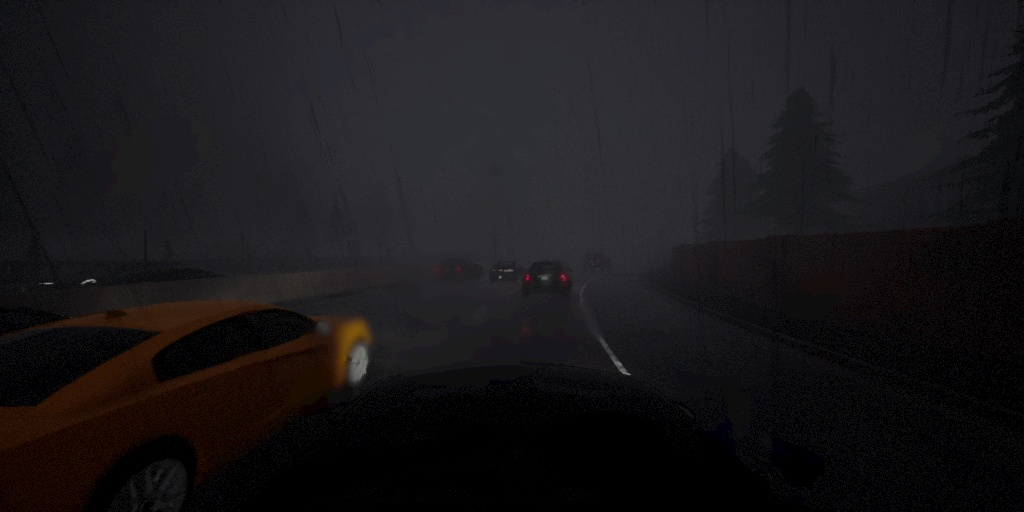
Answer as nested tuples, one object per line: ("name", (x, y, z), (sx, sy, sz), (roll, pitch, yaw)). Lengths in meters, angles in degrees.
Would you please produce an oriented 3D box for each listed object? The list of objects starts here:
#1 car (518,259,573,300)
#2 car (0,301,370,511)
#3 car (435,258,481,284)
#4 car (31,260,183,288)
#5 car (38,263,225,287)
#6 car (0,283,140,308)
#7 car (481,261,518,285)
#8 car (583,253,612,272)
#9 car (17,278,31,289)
("car", (1.827, 0.991, 17.225), (2.097, 1.767, 4.553), (0, 0, 10))
("car", (-3.261, 1.211, 3.797), (1.882, 1.535, 5.008), (0, 0, 2))
("car", (-3.540, 0.934, 25.043), (2.097, 1.767, 4.553), (0, 0, 14))
("car", (-16.370, 0.998, 15.389), (2.097, 1.767, 4.553), (0, 0, 8))
("car", (-13.156, 1.170, 13.248), (1.837, 1.490, 4.892), (0, 0, 8))
("car", (-6.799, 1.278, 4.095), (2.033, 1.411, 5.357), (0, 0, 3))
("car", (-0.101, 1.079, 24.423), (2.128, 1.511, 4.902), (0, 0, 15))
("car", (9.626, 0.689, 40.285), (2.150, 2.045, 5.566), (0, -1, 27))
("car", (-19.676, 1.126, 17.115), (2.128, 1.511, 4.902), (0, 0, 9))
